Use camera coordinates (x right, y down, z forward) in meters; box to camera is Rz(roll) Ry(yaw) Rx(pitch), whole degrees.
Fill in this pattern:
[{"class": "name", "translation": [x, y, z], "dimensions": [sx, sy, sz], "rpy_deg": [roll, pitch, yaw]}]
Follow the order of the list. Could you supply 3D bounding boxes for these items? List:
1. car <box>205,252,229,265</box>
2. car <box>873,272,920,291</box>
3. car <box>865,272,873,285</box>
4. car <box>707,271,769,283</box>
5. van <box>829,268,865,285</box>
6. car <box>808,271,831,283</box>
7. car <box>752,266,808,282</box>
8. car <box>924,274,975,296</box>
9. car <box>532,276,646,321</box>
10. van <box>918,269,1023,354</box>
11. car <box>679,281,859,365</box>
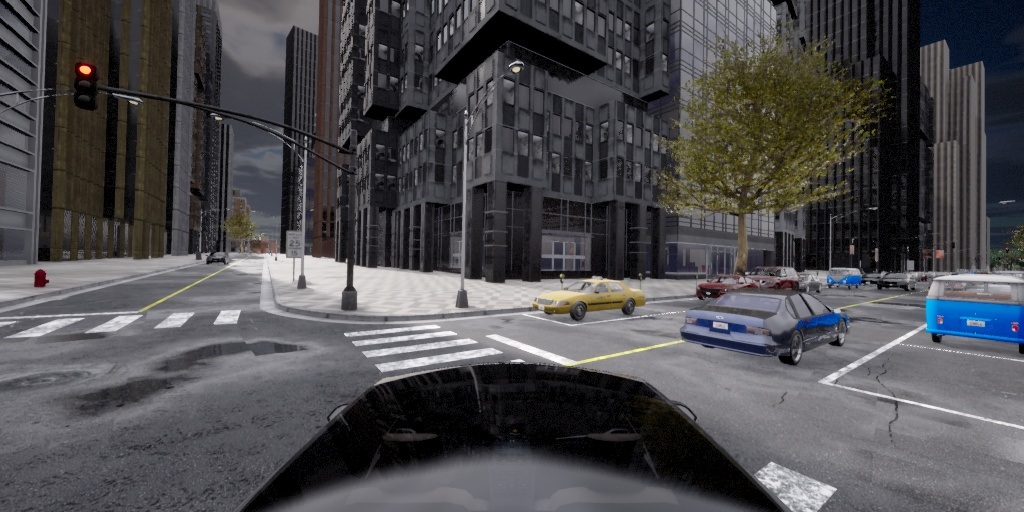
[{"class": "car", "translation": [-35.414, 0.241, 43.196], "dimensions": [1.837, 1.490, 4.892], "rpy_deg": [2, 0, -35]}, {"class": "car", "translation": [33.347, 2.178, 31.061], "dimensions": [4.892, 1.490, 1.837], "rpy_deg": [2, -1, -35]}, {"class": "car", "translation": [37.821, 2.397, 37.538], "dimensions": [4.313, 1.339, 1.948], "rpy_deg": [0, 0, -35]}, {"class": "car", "translation": [11.776, 1.692, 19.424], "dimensions": [4.507, 1.381, 1.888], "rpy_deg": [0, 0, -35]}, {"class": "van", "translation": [29.140, 1.942, 31.500], "dimensions": [3.998, 1.789, 1.690], "rpy_deg": [0, 0, -35]}, {"class": "car", "translation": [20.458, 1.923, 25.462], "dimensions": [4.403, 1.370, 2.007], "rpy_deg": [0, 0, -35]}, {"class": "car", "translation": [16.117, 1.574, 22.443], "dimensions": [5.009, 1.841, 2.192], "rpy_deg": [0, 0, -35]}, {"class": "car", "translation": [33.517, 2.182, 27.442], "dimensions": [5.357, 1.411, 2.033], "rpy_deg": [2, -1, -34]}, {"class": "car", "translation": [2.949, 1.448, 13.292], "dimensions": [4.829, 1.417, 1.751], "rpy_deg": [0, 0, -35]}, {"class": "van", "translation": [12.390, 1.385, 9.466], "dimensions": [3.998, 1.789, 1.690], "rpy_deg": [0, 0, -35]}, {"class": "car", "translation": [6.167, 1.469, 8.503], "dimensions": [5.357, 1.411, 2.033], "rpy_deg": [1, -1, -35]}]
